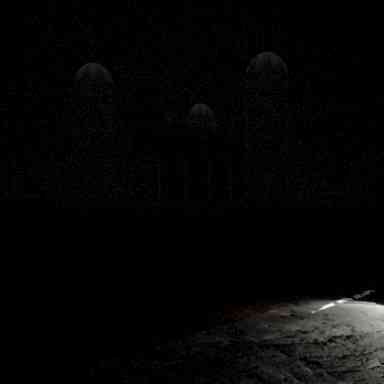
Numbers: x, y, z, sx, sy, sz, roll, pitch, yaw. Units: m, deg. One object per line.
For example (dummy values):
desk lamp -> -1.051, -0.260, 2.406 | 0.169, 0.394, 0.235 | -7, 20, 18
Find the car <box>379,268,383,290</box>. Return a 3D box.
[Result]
car -> 5.990, 1.557, 7.342 | 4.181, 1.385, 1.994 | 0, 0, -35
